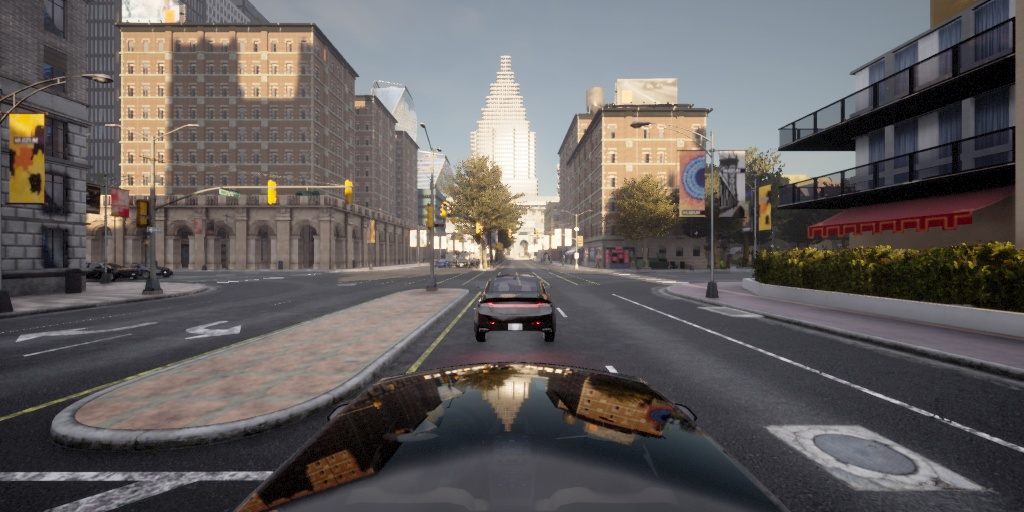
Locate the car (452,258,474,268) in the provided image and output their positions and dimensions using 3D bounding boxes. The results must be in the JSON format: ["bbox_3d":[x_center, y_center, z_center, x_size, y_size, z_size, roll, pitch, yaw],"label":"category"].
[{"bbox_3d":[-8.052,1.241,59.593,2.128,1.511,4.902,0,0,0],"label":"car"}]

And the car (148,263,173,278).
[{"bbox_3d":[-33.633,1.314,32.693,4.181,1.385,1.994,0,0,-1],"label":"car"}]

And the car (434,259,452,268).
[{"bbox_3d":[-11.549,1.227,60.008,1.882,1.535,5.008,0,0,0],"label":"car"}]

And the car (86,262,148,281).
[{"bbox_3d":[-33.345,1.228,29.200,5.008,1.535,1.882,0,0,0],"label":"car"}]

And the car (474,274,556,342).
[{"bbox_3d":[0.080,1.242,9.776,2.128,1.511,4.902,0,0,0],"label":"car"}]
